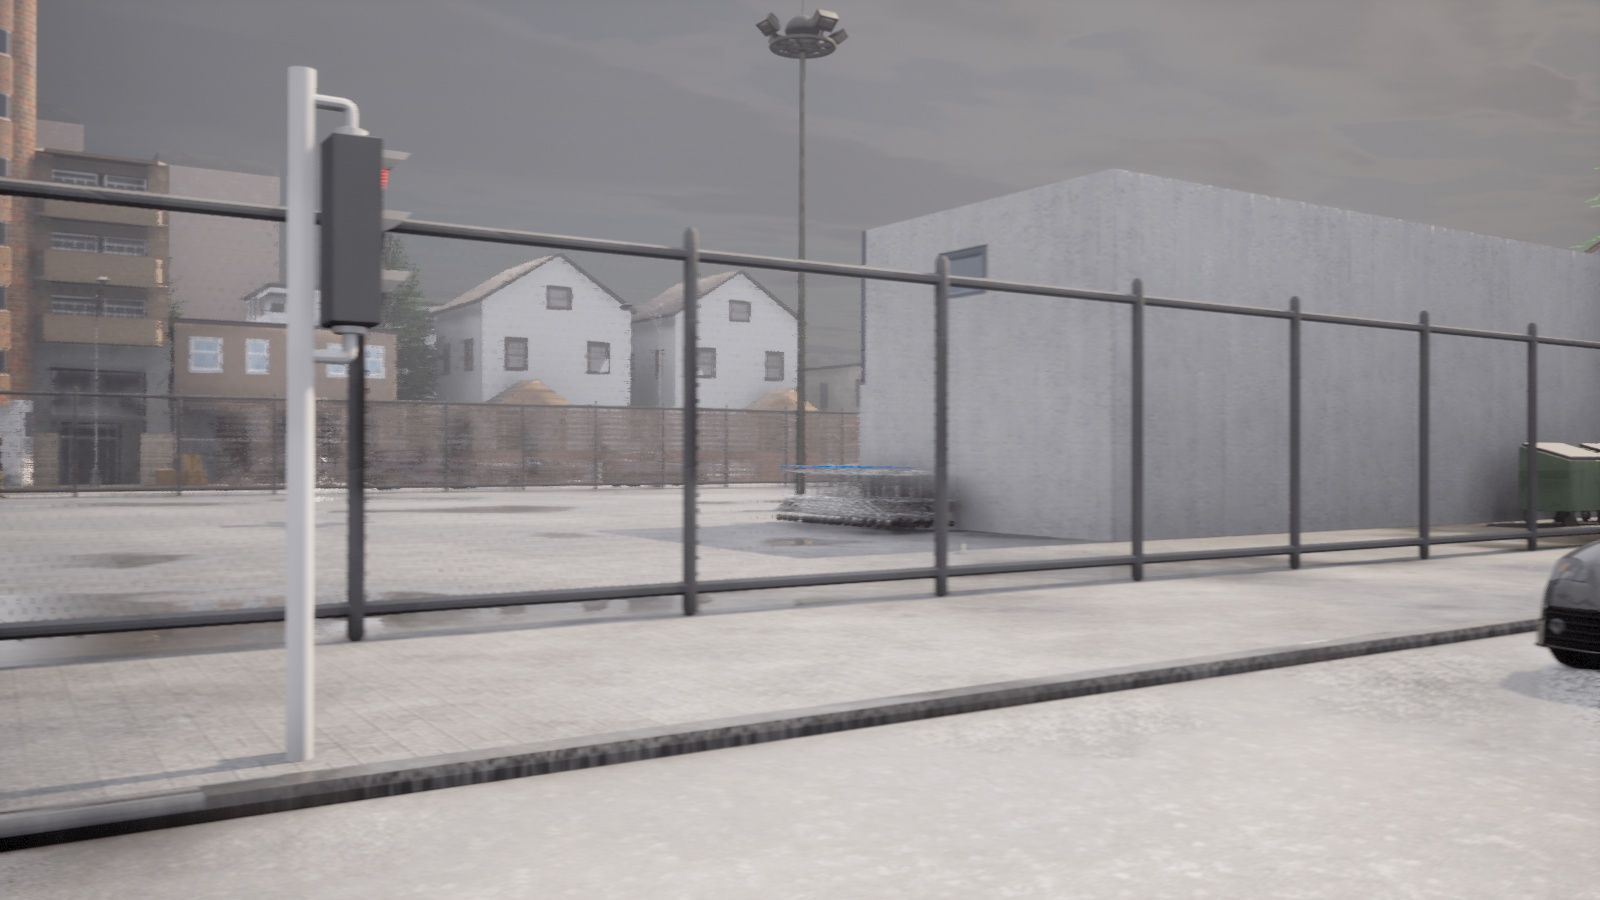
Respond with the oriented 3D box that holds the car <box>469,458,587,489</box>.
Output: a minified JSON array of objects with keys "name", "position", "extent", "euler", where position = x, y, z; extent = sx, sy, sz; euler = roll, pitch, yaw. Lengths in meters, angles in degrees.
[{"name":"car","position":[-11.953,1.009,55.228],"extent":[4.718,1.301,1.895],"euler":[0,0,-34]}]

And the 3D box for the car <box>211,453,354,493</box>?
[{"name":"car","position":[-20.476,0.862,49.709],"extent":[4.902,1.511,2.128],"euler":[0,0,-34]}]

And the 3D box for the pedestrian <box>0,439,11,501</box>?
[{"name":"pedestrian","position":[-23.962,0.588,37.419],"extent":[0.703,1.840,0.431],"euler":[0,0,-41]}]

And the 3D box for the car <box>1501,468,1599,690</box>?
[{"name":"car","position":[6.991,0.822,8.784],"extent":[4.181,1.385,1.994],"euler":[0,0,-34]}]

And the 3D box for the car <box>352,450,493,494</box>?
[{"name":"car","position":[-14.627,0.826,48.741],"extent":[4.856,1.649,2.033],"euler":[0,0,-32]}]

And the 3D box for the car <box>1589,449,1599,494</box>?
[{"name":"car","position":[29.986,0.755,42.403],"extent":[1.801,1.575,5.366],"euler":[0,0,-34]}]

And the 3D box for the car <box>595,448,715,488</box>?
[{"name":"car","position":[-6.253,0.742,54.203],"extent":[4.611,1.667,2.242],"euler":[0,0,-31]}]
